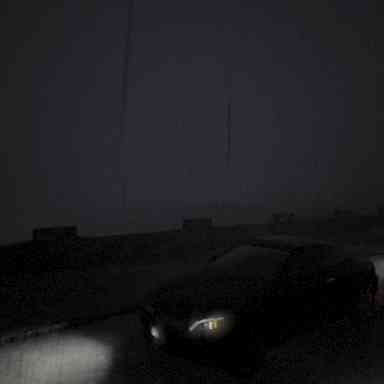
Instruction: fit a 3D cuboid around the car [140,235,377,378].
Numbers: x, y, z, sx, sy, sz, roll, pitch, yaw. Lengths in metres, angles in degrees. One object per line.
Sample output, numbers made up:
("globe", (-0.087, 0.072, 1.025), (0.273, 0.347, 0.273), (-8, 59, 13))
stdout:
("car", (1.399, 1.525, 5.657), (4.674, 1.442, 1.812), (0, 0, -37))
